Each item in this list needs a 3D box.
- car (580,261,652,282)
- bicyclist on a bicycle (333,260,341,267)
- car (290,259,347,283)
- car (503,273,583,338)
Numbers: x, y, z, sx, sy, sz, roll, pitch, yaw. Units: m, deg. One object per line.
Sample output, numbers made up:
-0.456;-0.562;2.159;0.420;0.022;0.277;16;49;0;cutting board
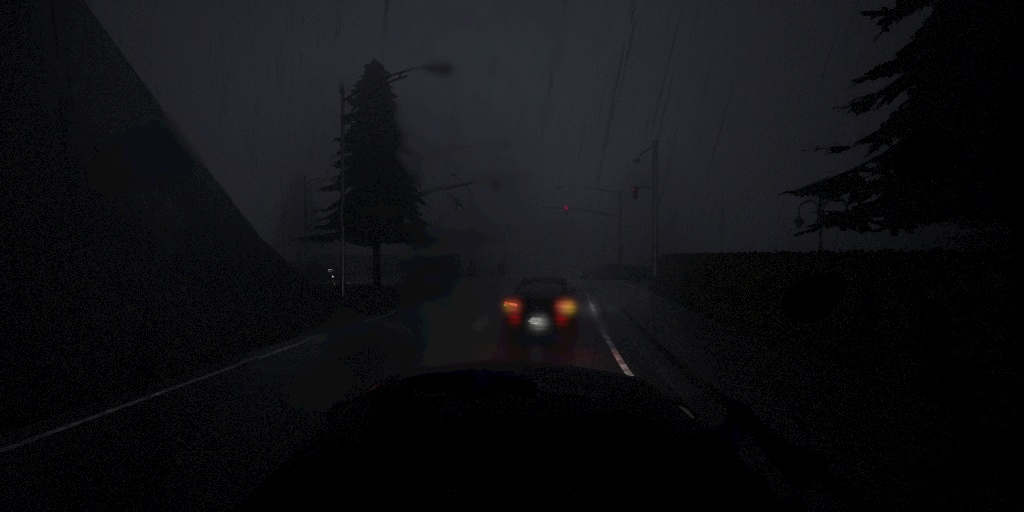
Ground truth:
8.014;1.297;28.208;5.357;1.411;2.033;0;0;8;car
-17.340;1.203;35.410;0.582;1.620;1.656;0;0;8;bicyclist on a bicycle
-15.324;1.102;27.986;4.553;1.767;2.097;0;0;9;car
0.927;1.276;10.119;1.812;1.442;4.674;0;0;9;car
